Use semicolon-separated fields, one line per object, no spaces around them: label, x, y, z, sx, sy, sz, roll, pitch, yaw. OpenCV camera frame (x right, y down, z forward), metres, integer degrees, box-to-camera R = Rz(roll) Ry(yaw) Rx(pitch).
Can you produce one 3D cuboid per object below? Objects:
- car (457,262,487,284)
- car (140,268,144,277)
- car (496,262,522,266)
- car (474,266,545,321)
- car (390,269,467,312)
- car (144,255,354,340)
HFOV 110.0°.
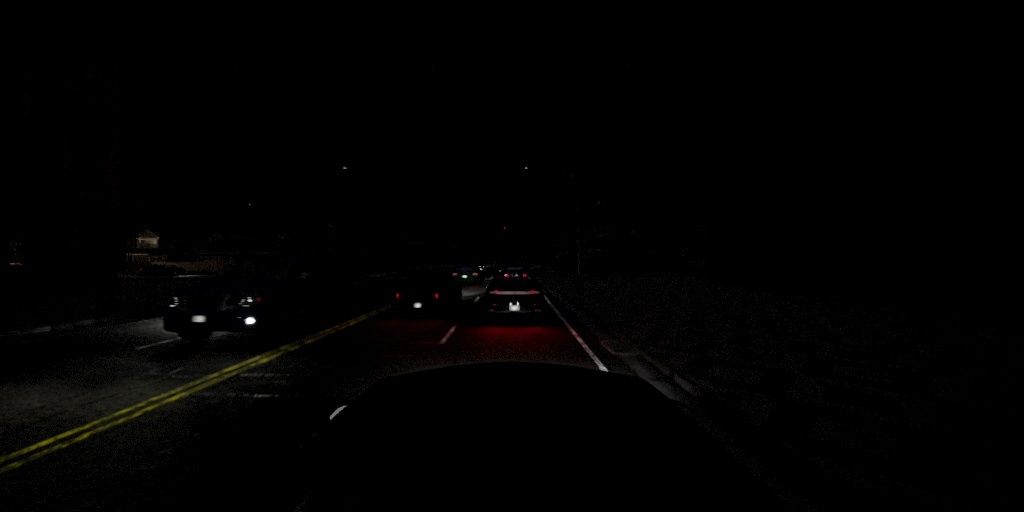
car;-3.177;1.357;26.177;1.994;1.385;4.181;0;0;0
car;-40.553;1.657;41.778;4.181;1.385;1.994;-1;0;0
car;0.101;1.339;25.787;2.033;1.411;5.357;0;0;-4
car;0.082;1.261;12.594;2.128;1.511;4.902;0;0;0
car;-3.162;1.373;14.247;1.895;1.301;4.718;0;0;0
car;-6.601;0.988;10.328;2.150;2.045;5.566;0;0;0
